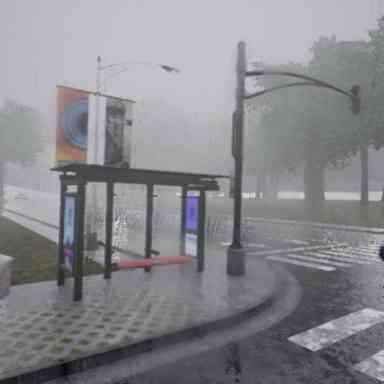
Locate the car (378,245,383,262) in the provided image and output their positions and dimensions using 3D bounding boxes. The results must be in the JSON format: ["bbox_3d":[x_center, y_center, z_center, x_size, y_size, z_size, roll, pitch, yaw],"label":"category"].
[{"bbox_3d":[7.371,1.731,8.053,1.895,1.301,4.718,1,0,-36],"label":"car"}]

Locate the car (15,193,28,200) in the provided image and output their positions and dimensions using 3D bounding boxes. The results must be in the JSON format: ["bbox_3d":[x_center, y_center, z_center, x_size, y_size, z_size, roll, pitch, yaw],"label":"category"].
[{"bbox_3d":[-33.552,0.976,65.352,1.837,1.490,4.892,2,0,-36],"label":"car"}]
